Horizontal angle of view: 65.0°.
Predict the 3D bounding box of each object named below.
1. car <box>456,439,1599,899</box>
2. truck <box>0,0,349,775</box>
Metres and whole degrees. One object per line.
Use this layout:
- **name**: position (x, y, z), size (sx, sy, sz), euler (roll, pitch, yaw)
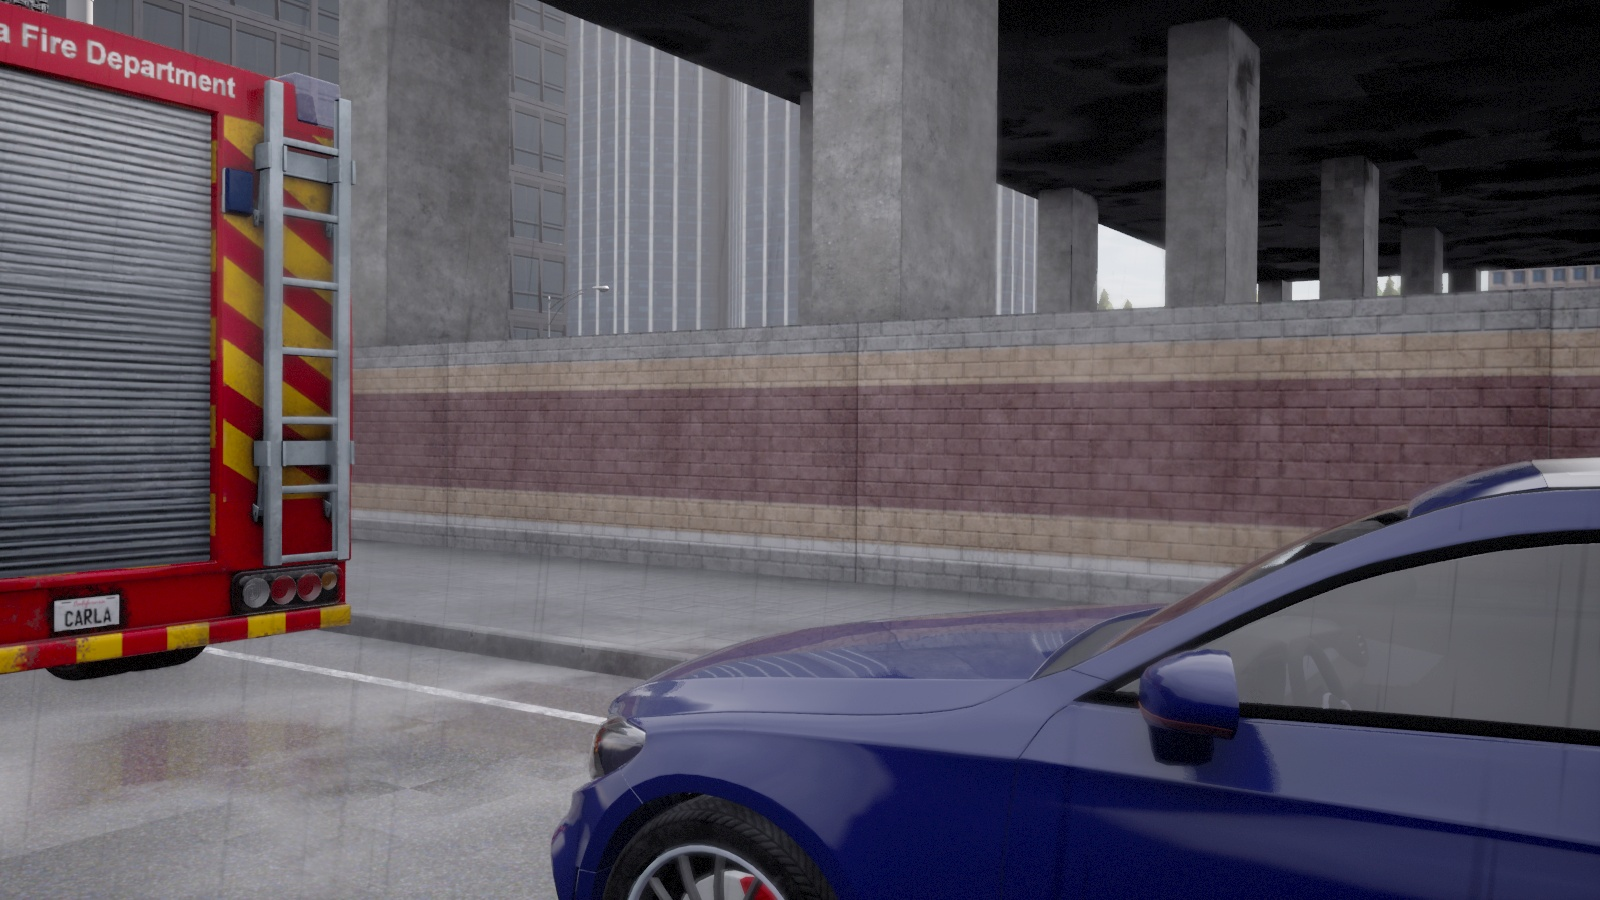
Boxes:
- **car**: position (1.618, 0.708, 2.546), size (4.674, 1.442, 1.812), euler (0, 1, 33)
- **truck**: position (-6.880, -0.483, 8.172), size (8.468, 3.827, 2.891), euler (0, 1, 34)
